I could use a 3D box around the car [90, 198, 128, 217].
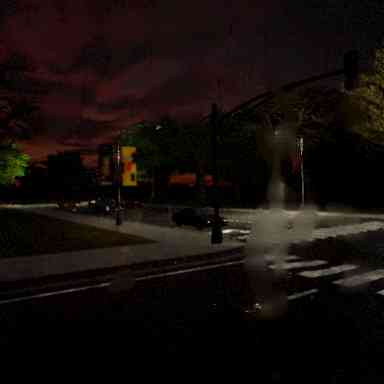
[{"bbox_3d":[-9.517,1.774,37.762,2.097,1.767,4.553,-1,0,-35],"label":"car"}]

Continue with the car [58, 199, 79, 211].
[{"bbox_3d":[-19.301,1.949,51.890,2.097,1.767,4.553,-1,0,-35],"label":"car"}]

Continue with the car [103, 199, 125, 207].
[{"bbox_3d":[-14.645,1.983,62.239,2.033,1.411,5.357,-1,0,-35],"label":"car"}]

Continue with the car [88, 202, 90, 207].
[{"bbox_3d":[-17.305,2.053,60.374,2.033,1.411,5.357,-1,0,-35],"label":"car"}]

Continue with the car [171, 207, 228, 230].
[{"bbox_3d":[0.375,1.802,23.741,2.033,1.411,5.357,-1,0,-29],"label":"car"}]

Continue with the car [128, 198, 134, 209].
[{"bbox_3d":[-11.441,1.756,52.065,2.097,1.767,4.553,-1,0,-35],"label":"car"}]

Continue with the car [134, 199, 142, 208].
[{"bbox_3d":[-10.122,1.863,55.820,1.837,1.490,4.892,-1,0,-35],"label":"car"}]
